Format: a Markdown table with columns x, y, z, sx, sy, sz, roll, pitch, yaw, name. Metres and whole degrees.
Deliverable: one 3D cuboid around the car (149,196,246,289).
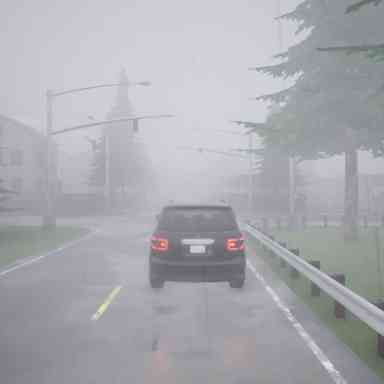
| x | y | z | sx | sy | sz | roll | pitch | yaw | name |
| --- | --- | --- | --- | --- | --- | --- | --- | --- | --- |
| 0.131 | 1.223 | 9.310 | 2.150 | 2.045 | 5.566 | 0 | 0 | 0 | car |
